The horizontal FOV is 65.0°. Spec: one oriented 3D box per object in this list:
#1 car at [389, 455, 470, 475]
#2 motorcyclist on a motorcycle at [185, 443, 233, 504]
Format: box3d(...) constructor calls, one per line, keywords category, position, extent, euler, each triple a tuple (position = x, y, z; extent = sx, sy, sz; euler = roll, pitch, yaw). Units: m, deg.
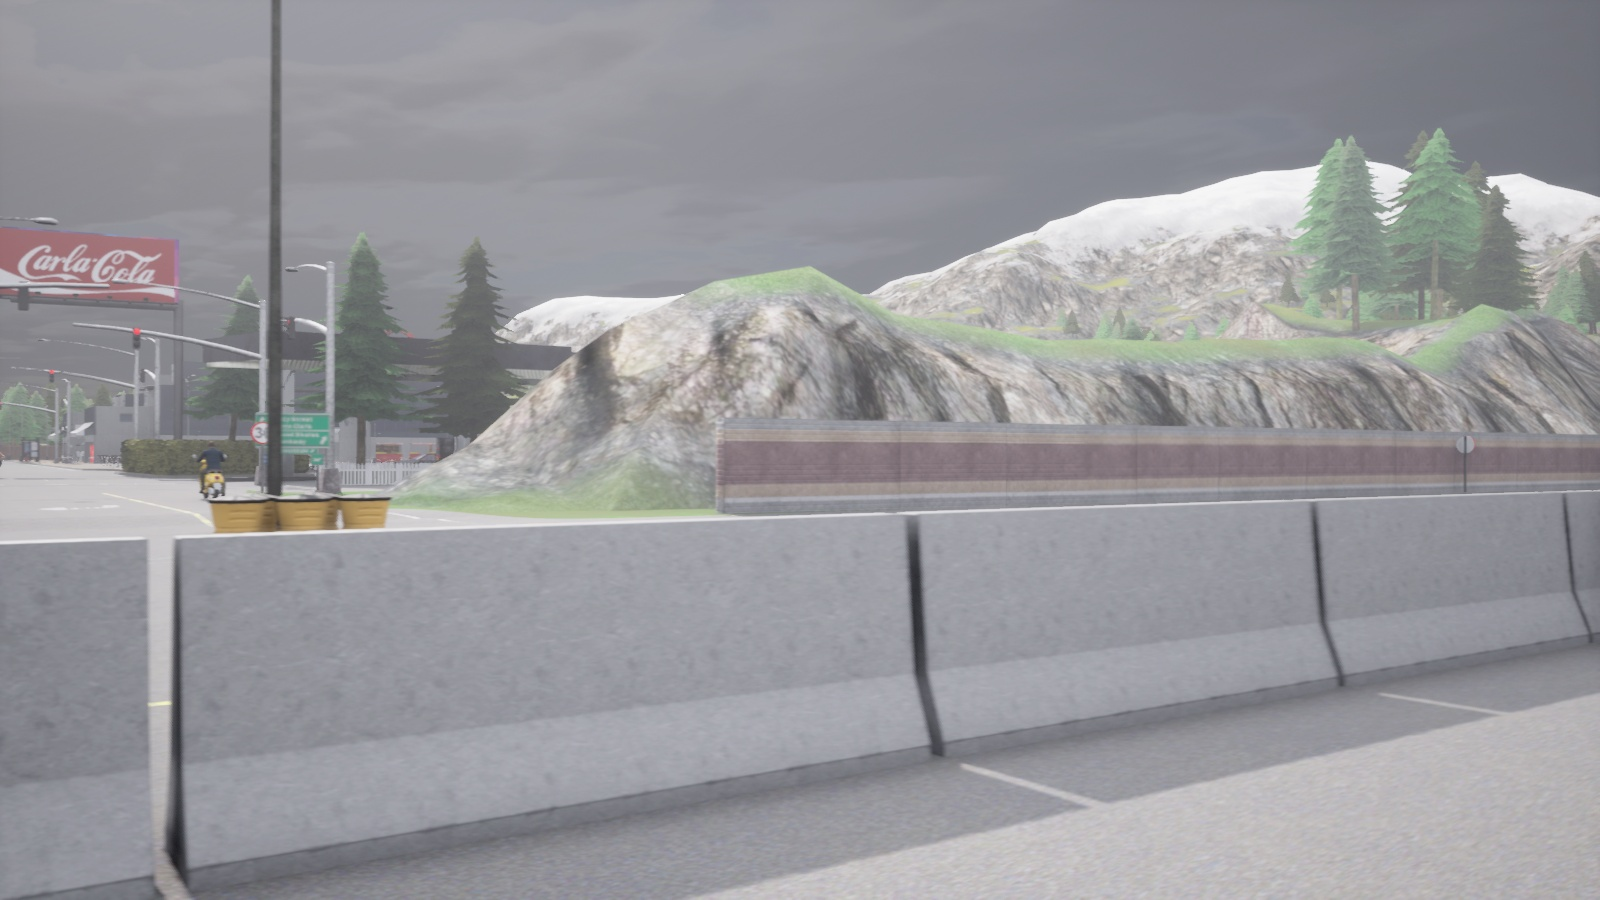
box3d(category="car", position=(-27.306, 1.072, 92.523), extent=(5.357, 1.411, 2.033), euler=(0, 0, -35))
box3d(category="motorcyclist on a motorcycle", position=(-15.953, 0.619, 33.859), extent=(0.866, 1.590, 1.817), euler=(0, 0, -36))
